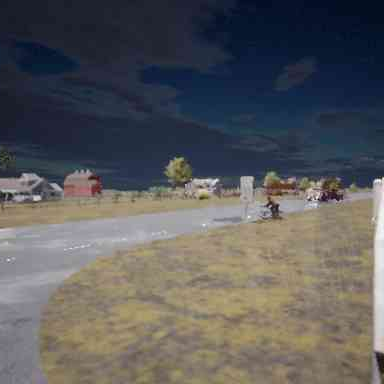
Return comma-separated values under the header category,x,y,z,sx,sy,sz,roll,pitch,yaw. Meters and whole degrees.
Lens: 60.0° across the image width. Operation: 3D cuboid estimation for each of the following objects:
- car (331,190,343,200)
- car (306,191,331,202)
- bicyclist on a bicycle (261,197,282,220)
category,x,y,z,sx,sy,sz,roll,pitch,yaw
car,23.529,0.507,54.799,1.837,1.490,4.892,1,1,36
car,17.607,0.773,46.718,1.895,1.301,4.718,0,1,36
bicyclist on a bicycle,5.665,1.163,23.811,1.656,1.620,0.582,-1,0,36
